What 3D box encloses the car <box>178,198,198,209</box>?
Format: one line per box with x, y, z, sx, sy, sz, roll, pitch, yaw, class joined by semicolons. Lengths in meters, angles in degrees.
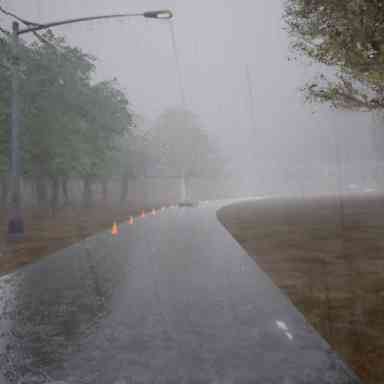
-0.431;1.420;42.174;1.895;1.301;4.718;0;1;10;car

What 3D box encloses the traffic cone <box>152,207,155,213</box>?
-3.848;1.843;33.279;0.340;0.580;0.340;0;0;4;traffic cone

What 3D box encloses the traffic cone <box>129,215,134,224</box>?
-4.194;1.899;23.074;0.340;0.580;0.340;0;0;0;traffic cone

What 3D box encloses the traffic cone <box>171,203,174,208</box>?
-2.571;1.753;43.446;0.340;0.580;0.340;0;1;10;traffic cone

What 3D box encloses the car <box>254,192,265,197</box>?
17.977;0.613;88.750;1.895;1.301;4.718;2;3;30;car
